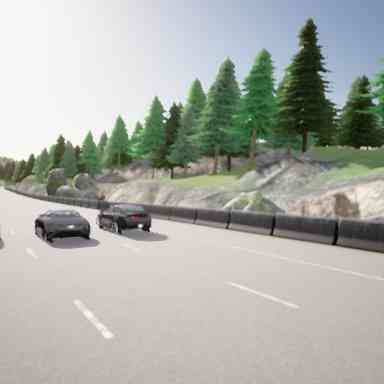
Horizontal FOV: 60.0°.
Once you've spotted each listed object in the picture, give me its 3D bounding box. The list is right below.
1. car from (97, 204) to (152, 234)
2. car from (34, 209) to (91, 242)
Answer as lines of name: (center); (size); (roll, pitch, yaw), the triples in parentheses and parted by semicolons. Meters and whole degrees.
car: (-3.961, 1.460, 18.989); (1.837, 1.490, 4.892); (0, 0, -33)
car: (-6.475, 1.519, 16.441); (1.994, 1.385, 4.181); (0, 0, -33)
